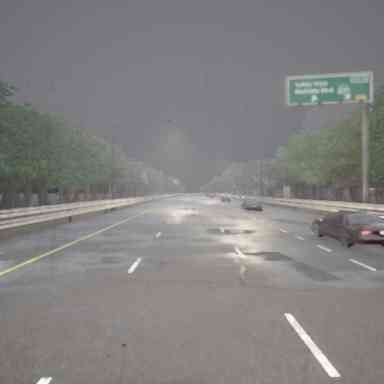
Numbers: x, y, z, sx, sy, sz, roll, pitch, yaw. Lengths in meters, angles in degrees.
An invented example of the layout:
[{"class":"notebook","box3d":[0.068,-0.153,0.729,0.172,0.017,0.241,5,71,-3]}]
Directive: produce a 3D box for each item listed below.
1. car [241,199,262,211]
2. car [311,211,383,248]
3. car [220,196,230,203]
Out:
[{"class":"car","box3d":[7.037,1.552,39.548,1.994,1.385,4.181,0,0,0]},{"class":"car","box3d":[7.008,1.544,14.654,2.033,1.411,5.357,0,0,0]},{"class":"car","box3d":[7.072,1.501,71.043,1.812,1.442,4.674,0,0,0]}]
